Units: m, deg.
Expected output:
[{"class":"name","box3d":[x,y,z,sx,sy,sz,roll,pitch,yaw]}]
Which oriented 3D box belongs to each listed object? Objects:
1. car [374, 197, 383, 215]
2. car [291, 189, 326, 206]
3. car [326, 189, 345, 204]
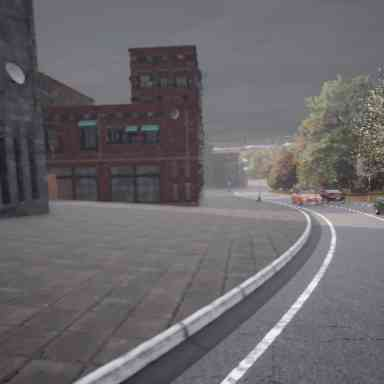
[{"class":"car","box3d":[13.393,0.739,21.462,2.097,1.767,4.553,0,2,15]},{"class":"car","box3d":[11.860,0.464,34.607,2.097,1.767,4.553,-1,1,3]},{"class":"car","box3d":[15.357,0.442,37.278,1.882,1.535,5.008,-1,1,2]}]
